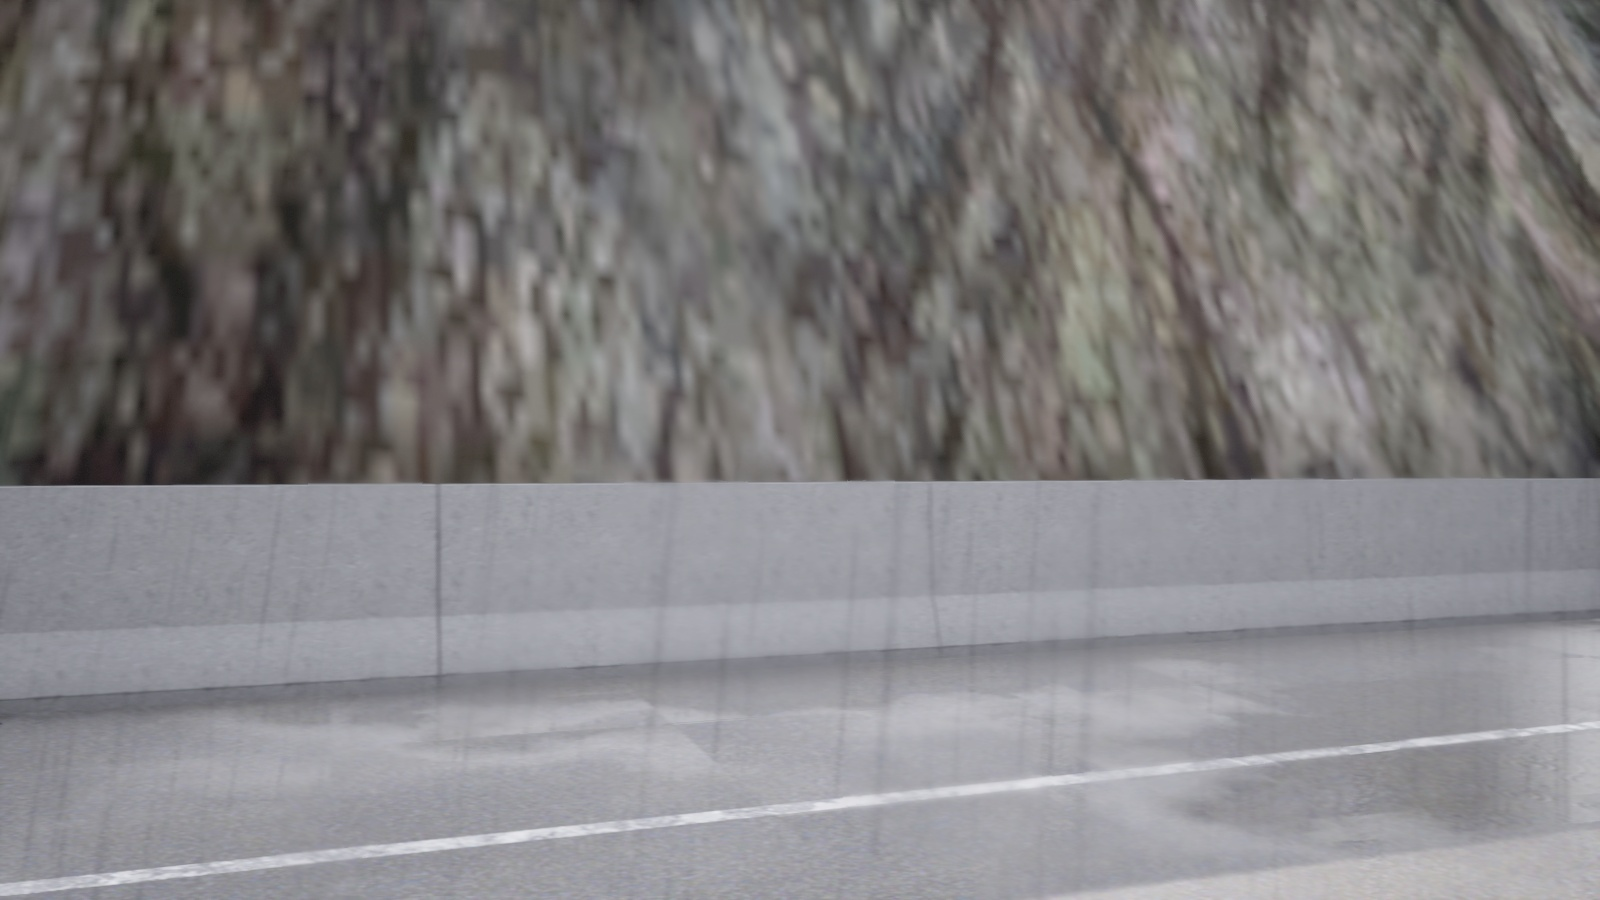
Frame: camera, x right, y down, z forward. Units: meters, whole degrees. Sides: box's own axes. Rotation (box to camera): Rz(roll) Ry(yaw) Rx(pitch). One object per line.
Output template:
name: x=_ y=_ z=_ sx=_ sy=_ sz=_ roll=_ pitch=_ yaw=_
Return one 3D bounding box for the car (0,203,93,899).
car: x=-4.269 y=0.537 z=1.617 sx=5.566 sy=2.045 sz=2.150 roll=-1 pitch=1 yaw=-21
